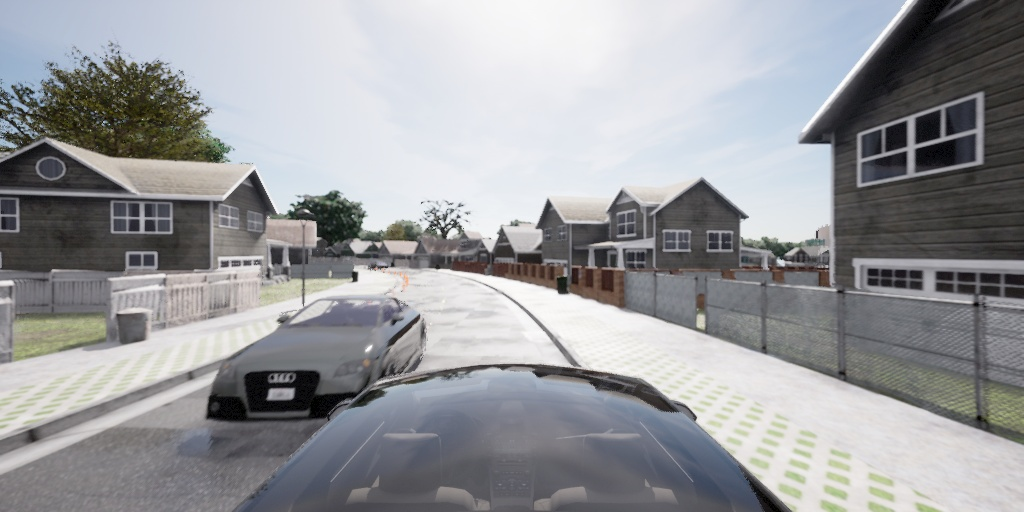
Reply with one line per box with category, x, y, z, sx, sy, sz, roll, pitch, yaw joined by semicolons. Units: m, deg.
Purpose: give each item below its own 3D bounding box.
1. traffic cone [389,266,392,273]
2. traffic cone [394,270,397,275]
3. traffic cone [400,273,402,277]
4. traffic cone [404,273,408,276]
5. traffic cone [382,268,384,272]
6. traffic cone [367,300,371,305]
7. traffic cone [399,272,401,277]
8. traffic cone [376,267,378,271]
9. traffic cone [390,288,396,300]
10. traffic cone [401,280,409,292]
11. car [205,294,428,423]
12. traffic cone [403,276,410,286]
traffic cone;-17.006;2.071;49.940;0.340;0.580;0.340;0;0;-28
traffic cone;-14.780;2.066;45.593;0.340;0.580;0.340;0;0;-26
traffic cone;-10.949;2.041;36.611;0.340;0.580;0.340;0;0;-20
traffic cone;-9.352;2.017;31.996;0.340;0.580;0.340;0;0;-18
traffic cone;-19.434;2.078;54.178;0.340;0.580;0.340;0;0;-31
traffic cone;-5.167;1.836;12.941;0.340;0.580;0.340;0;0;-7
traffic cone;-12.760;2.057;41.147;0.340;0.580;0.340;0;0;-23
traffic cone;-22.057;2.085;58.298;0.340;0.580;0.340;0;0;-34
traffic cone;-5.879;1.893;17.773;0.340;0.580;0.340;0;0;-10
traffic cone;-6.815;1.942;22.566;0.340;0.580;0.340;0;0;-12
car;-2.667;1.359;5.943;1.994;1.385;4.181;0;-1;-4
traffic cone;-7.973;1.984;27.311;0.340;0.580;0.340;0;0;-15
